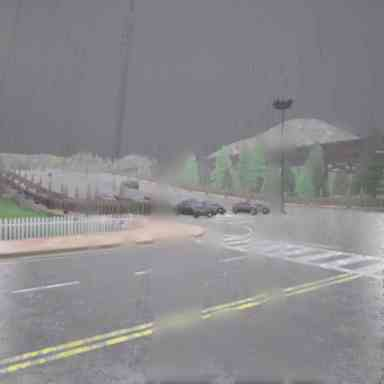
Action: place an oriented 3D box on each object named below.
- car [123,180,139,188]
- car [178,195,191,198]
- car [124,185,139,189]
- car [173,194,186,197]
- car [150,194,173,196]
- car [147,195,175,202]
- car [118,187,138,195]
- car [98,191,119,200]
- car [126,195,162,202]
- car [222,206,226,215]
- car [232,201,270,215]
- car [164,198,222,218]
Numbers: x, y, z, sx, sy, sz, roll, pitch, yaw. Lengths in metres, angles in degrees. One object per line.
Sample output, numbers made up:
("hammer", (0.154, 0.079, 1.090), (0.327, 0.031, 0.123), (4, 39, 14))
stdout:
("car", (-13.512, -1.606, 72.663), (2.150, 2.045, 5.566), (0, 7, -36))
("car", (0.672, 1.504, 41.550), (1.882, 1.535, 5.008), (0, 1, -37))
("car", (-11.448, 0.247, 57.984), (1.837, 1.490, 4.892), (0, 6, -36))
("car", (-2.231, 0.921, 57.524), (1.895, 1.301, 4.718), (0, 5, -37))
("car", (-5.382, 1.086, 49.701), (1.882, 1.535, 5.008), (0, 3, -37))
("car", (-4.325, 1.480, 42.397), (1.994, 1.385, 4.181), (0, 2, -37))
("car", (-10.292, 0.702, 50.450), (2.097, 1.767, 4.553), (0, 4, -36))
("car", (-12.179, 0.959, 47.110), (1.837, 1.490, 4.892), (0, 4, -36))
("car", (-6.051, 1.507, 38.854), (2.033, 1.411, 5.357), (0, 1, -37))
("car", (1.621, 1.625, 34.433), (1.994, 1.385, 4.181), (0, 0, -37))
("car", (6.038, 1.639, 34.371), (1.994, 1.385, 4.181), (0, 0, -37))
("car", (-0.036, 1.601, 30.801), (2.033, 1.411, 5.357), (0, 0, -37))
